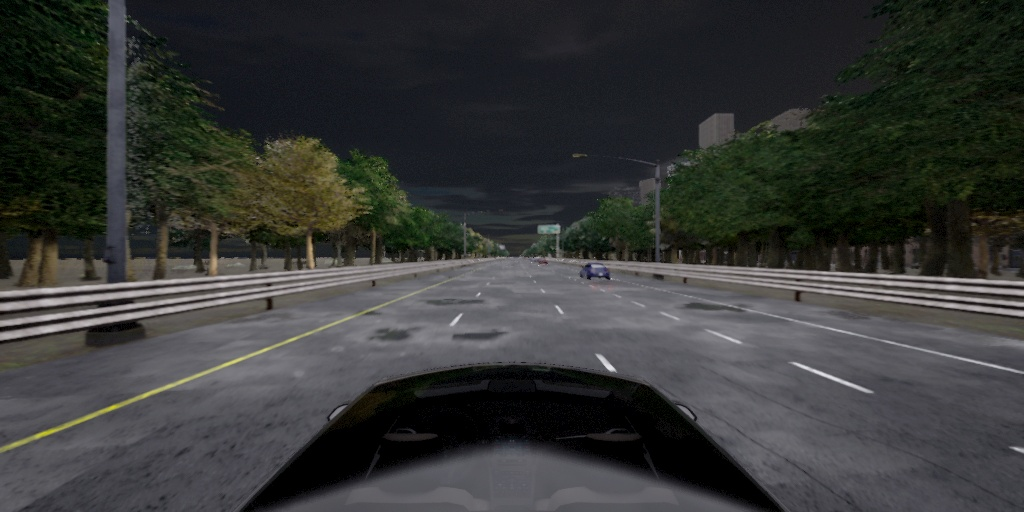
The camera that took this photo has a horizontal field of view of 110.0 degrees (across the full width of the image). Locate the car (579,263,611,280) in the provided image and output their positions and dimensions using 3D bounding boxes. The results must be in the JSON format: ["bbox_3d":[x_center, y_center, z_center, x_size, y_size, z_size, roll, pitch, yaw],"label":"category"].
[{"bbox_3d":[7.053,1.291,30.727,1.812,1.442,4.674,0,0,0],"label":"car"}]
